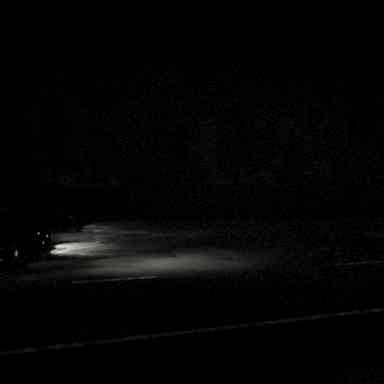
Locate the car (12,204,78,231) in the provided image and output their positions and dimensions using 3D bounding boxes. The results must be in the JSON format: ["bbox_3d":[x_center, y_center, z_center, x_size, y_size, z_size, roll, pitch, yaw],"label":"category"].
[{"bbox_3d":[-8.999,1.442,19.065,4.674,1.442,1.812,0,0,-16],"label":"car"}]

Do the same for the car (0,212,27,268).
[{"bbox_3d":[-7.271,1.444,8.632,4.902,1.511,2.128,0,0,-16],"label":"car"}]

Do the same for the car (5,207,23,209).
[{"bbox_3d":[-10.544,1.525,14.987,4.718,1.301,1.895,0,0,-16],"label":"car"}]

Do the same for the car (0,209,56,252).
[{"bbox_3d":[-7.475,1.505,12.209,4.181,1.385,1.994,0,0,-16],"label":"car"}]
